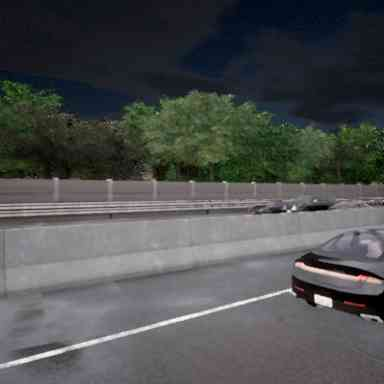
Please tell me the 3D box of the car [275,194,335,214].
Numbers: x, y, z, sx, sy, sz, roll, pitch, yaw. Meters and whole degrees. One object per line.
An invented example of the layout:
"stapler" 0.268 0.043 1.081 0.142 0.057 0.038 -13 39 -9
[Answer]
"car" 9.948 1.178 27.943 5.566 2.045 2.150 0 0 -34

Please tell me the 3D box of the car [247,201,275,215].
"car" 7.581 1.503 30.570 5.357 1.411 2.033 0 0 -34

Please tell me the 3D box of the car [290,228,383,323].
"car" 4.033 1.480 6.583 4.902 1.511 2.128 0 0 -35

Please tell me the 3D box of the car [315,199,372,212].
"car" 11.697 1.464 24.896 4.892 1.490 1.837 0 0 -34
